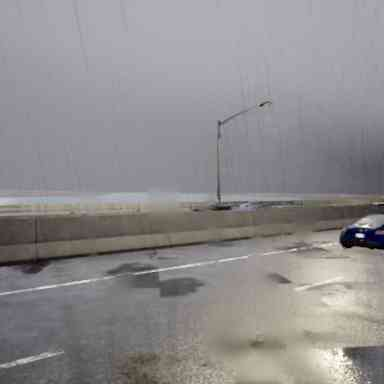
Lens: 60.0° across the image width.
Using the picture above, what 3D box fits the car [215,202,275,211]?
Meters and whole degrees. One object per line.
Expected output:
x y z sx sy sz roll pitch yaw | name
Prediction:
4.572 1.614 24.373 5.357 1.411 2.033 0 0 -35 | car

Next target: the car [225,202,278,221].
5.236 1.605 29.110 4.674 1.442 1.812 0 0 -35 | car

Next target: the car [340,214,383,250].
7.955 1.618 13.665 4.181 1.385 1.994 0 0 -35 | car

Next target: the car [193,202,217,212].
2.119 1.638 31.197 4.181 1.385 1.994 0 0 -35 | car
